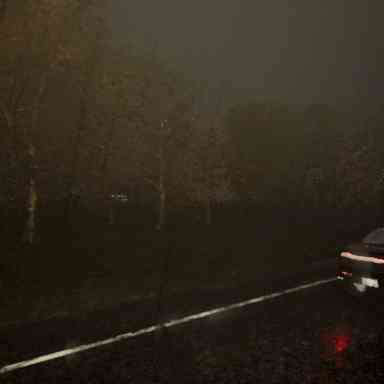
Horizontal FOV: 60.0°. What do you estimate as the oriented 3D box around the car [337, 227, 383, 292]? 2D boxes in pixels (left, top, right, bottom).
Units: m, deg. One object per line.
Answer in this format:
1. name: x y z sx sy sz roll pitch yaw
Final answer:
1. car: 5.386 1.535 7.858 4.902 1.511 2.128 0 -1 -36
